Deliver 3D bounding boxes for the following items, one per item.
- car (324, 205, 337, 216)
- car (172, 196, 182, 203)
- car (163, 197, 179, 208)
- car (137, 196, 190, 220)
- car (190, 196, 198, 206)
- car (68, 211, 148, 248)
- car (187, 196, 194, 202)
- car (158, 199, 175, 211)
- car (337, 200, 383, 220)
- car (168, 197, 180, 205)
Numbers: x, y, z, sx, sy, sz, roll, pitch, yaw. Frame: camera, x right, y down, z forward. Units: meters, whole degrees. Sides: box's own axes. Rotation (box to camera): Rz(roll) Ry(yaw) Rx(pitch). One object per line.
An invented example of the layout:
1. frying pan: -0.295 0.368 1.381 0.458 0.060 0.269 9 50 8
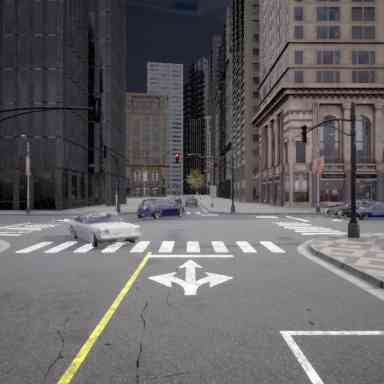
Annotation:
1. car: 14.513 1.493 30.057 4.902 1.511 2.128 0 0 -2
2. car: -3.258 1.624 71.836 1.882 1.535 5.008 0 0 0
3. car: -3.251 1.579 52.277 2.128 1.511 4.902 0 0 0
4. car: -2.647 1.376 28.970 2.097 1.767 4.553 -1 -1 37
5. car: -0.087 1.589 56.170 2.128 1.511 4.902 0 0 0
6. car: -4.044 1.577 14.977 1.895 1.301 4.718 0 0 -35
7. car: -0.314 1.723 84.025 1.812 1.442 4.674 0 0 0
8. car: -3.212 1.663 42.880 1.895 1.301 4.718 0 0 0
9. car: 14.992 1.522 26.761 5.357 1.411 2.033 0 0 0
10. car: -3.271 1.620 61.688 1.837 1.490 4.892 0 0 0
